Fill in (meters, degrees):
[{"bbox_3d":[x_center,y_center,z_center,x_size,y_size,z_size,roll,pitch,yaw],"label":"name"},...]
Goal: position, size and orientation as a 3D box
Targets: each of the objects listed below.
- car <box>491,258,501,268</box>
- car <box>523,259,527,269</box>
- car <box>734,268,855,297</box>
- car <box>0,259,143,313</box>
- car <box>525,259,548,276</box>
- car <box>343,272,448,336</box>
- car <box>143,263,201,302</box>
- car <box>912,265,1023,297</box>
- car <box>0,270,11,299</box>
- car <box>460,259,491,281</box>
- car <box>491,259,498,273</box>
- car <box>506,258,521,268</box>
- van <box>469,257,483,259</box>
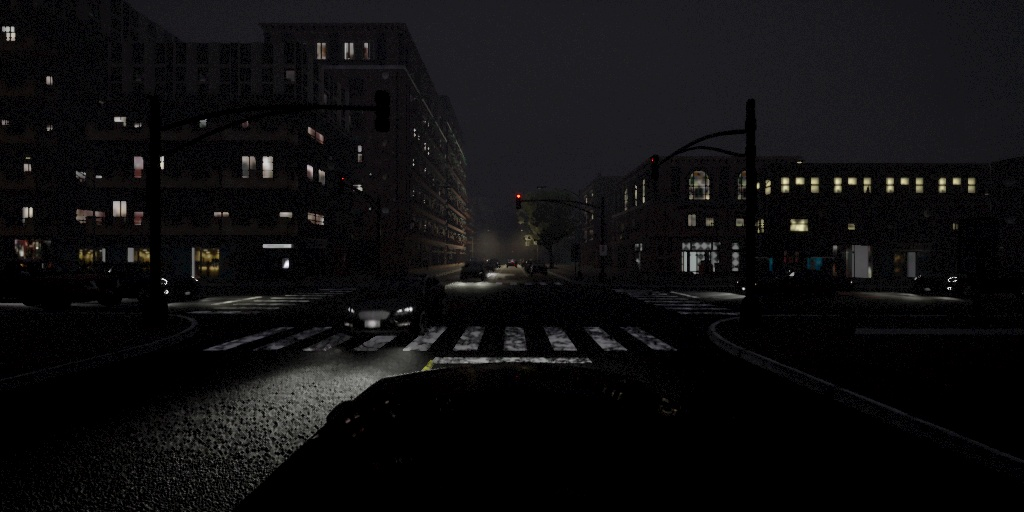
[{"bbox_3d":[-3.074,1.174,61.406,2.097,1.767,4.553,0,0,0],"label":"car"},{"bbox_3d":[2.682,1.229,42.557,1.967,1.591,4.097,0,0,0],"label":"car"},{"bbox_3d":[15.020,1.372,19.163,5.357,1.411,2.033,0,0,0],"label":"car"},{"bbox_3d":[-17.279,1.014,13.137,5.009,1.841,2.192,0,0,0],"label":"car"},{"bbox_3d":[2.683,1.330,36.860,2.007,1.370,4.403,0,0,0],"label":"car"},{"bbox_3d":[-3.102,1.242,10.421,2.128,1.511,4.902,0,0,0],"label":"car"},{"bbox_3d":[-16.530,1.053,15.753,4.553,1.767,2.097,0,0,-1],"label":"car"},{"bbox_3d":[24.519,1.219,19.231,4.553,1.767,2.097,0,0,0],"label":"car"},{"bbox_3d":[-25.585,1.274,15.665,4.718,1.301,1.895,0,0,0],"label":"car"},{"bbox_3d":[-3.148,1.247,30.154,1.882,1.535,5.008,0,0,1],"label":"car"},{"bbox_3d":[-3.108,1.394,45.516,1.895,1.301,4.718,0,0,0],"label":"car"},{"bbox_3d":[-0.013,1.319,63.216,2.128,1.511,4.902,0,0,0],"label":"car"},{"bbox_3d":[-5.702,1.149,53.950,1.690,1.789,3.998,0,0,0],"label":"van"}]
